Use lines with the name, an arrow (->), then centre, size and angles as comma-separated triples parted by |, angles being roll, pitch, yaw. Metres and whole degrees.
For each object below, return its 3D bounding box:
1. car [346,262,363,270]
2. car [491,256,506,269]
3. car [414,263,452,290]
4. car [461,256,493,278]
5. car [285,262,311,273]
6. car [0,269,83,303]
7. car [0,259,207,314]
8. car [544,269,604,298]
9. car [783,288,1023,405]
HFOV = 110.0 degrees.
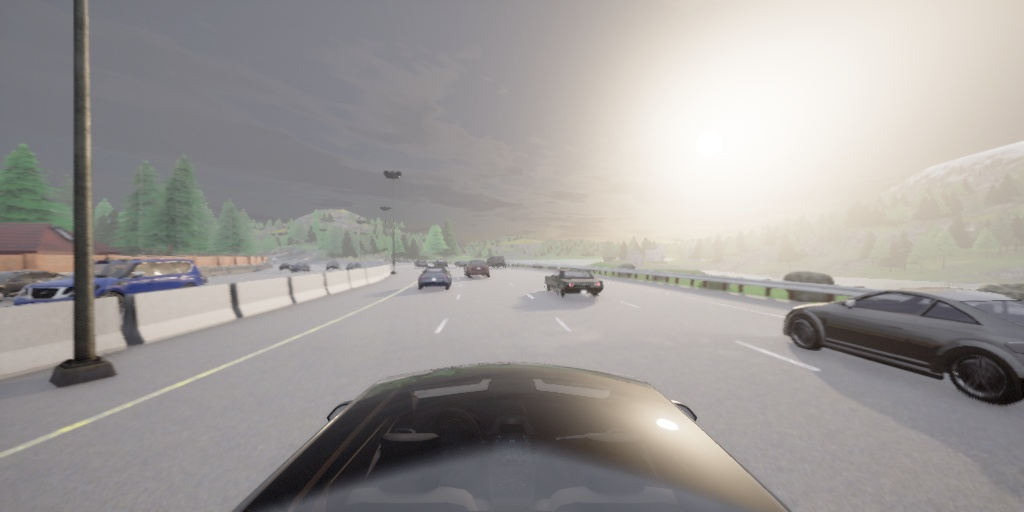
car -> -23.488, 1.566, 53.583 | 1.994, 1.385, 4.181 | -1, 0, -19
car -> -2.793, 1.002, 59.359 | 2.150, 2.045, 5.566 | 0, 0, -21
car -> -4.987, 1.367, 23.447 | 1.994, 1.385, 4.181 | 0, 0, -9
car -> -3.514, 1.140, 34.975 | 2.097, 1.767, 4.553 | -1, 0, -12
car -> -29.918, 1.622, 50.878 | 2.033, 1.411, 5.357 | -1, 0, -19
car -> -25.799, 1.535, 18.532 | 1.837, 1.490, 4.892 | 0, 0, -7
car -> -14.739, 1.130, 13.764 | 2.150, 2.045, 5.566 | -1, 0, -5
car -> 2.969, 1.319, 18.339 | 1.895, 1.301, 4.718 | -1, 0, -7
car -> 7.012, 1.238, 6.166 | 1.994, 1.385, 4.181 | 0, 0, -3
